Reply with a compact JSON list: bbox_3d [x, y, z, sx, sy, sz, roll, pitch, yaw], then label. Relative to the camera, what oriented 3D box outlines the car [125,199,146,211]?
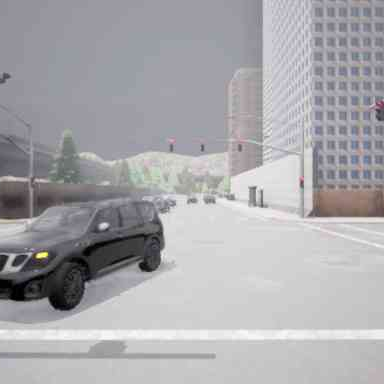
[{"bbox_3d":[-7.049,1.601,41.897,1.895,1.301,4.718,0,0,0],"label":"car"}]

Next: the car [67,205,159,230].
[{"bbox_3d":[-4.888,1.570,21.183,5.357,1.411,2.033,0,0,0],"label":"car"}]

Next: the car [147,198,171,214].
[{"bbox_3d":[-3.550,1.492,36.497,2.128,1.511,4.902,0,0,0],"label":"car"}]

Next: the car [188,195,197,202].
[{"bbox_3d":[0.078,1.328,74.507,1.837,1.490,4.892,0,0,0],"label":"car"}]

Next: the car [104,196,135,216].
[{"bbox_3d":[-7.059,1.352,32.911,2.097,1.767,4.553,0,0,0],"label":"car"}]

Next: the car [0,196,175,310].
[{"bbox_3d":[-2.655,1.253,8.485,2.150,2.045,5.566,-1,0,22],"label":"car"}]

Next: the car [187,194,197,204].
[{"bbox_3d":[0.068,1.478,64.285,1.882,1.535,5.008,0,0,0],"label":"car"}]

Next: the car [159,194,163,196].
[{"bbox_3d":[-6.928,1.093,68.888,1.882,1.535,5.008,0,0,0],"label":"car"}]

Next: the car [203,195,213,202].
[{"bbox_3d":[3.578,1.368,74.502,2.033,1.411,5.357,0,0,0],"label":"car"}]

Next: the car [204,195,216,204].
[{"bbox_3d":[3.568,1.505,64.280,1.837,1.490,4.892,0,0,0],"label":"car"}]

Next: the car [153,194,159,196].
[{"bbox_3d":[-7.028,1.478,53.672,1.882,1.535,5.008,0,0,0],"label":"car"}]
